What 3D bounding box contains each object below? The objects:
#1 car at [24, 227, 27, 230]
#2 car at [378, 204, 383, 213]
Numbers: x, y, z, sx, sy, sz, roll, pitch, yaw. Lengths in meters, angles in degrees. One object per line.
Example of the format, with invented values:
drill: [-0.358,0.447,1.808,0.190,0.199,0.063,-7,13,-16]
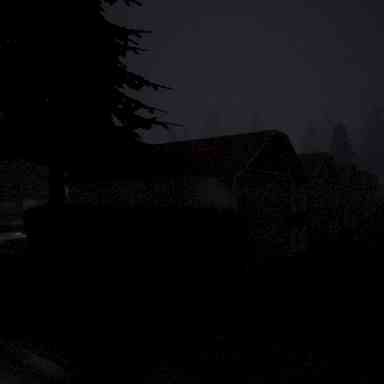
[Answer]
car: [-9.423,1.867,23.745,2.097,1.767,4.553,-1,-1,36]
car: [22.610,2.038,41.483,4.902,1.511,2.128,-1,-1,29]
